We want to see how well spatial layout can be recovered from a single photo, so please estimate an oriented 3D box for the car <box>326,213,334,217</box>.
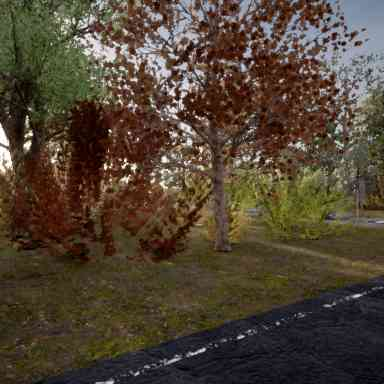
[{"bbox_3d":[9.289,1.148,27.120,2.097,1.767,4.553,-1,1,-36],"label":"car"}]
